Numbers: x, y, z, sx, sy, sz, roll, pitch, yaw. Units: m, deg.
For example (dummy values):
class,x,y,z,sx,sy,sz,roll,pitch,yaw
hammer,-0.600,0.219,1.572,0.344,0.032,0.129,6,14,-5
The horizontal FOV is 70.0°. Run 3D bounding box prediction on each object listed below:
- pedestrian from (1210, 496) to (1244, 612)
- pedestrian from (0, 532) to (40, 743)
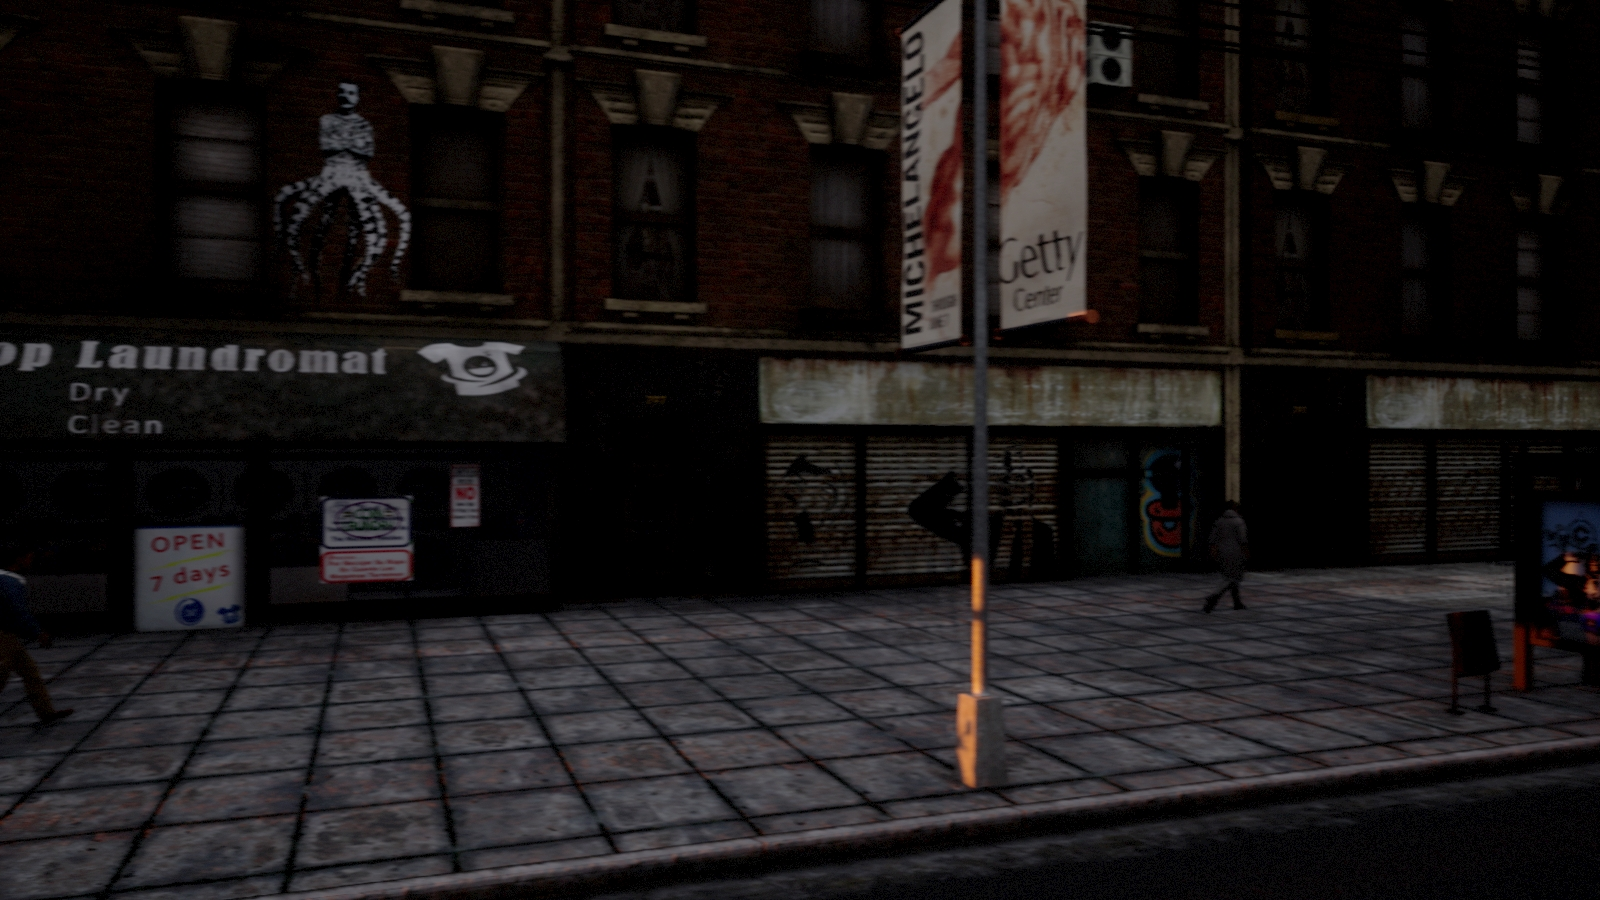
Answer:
class,x,y,z,sx,sy,sz,roll,pitch,yaw
pedestrian,7.005,1.696,18.753,0.375,1.860,0.375,0,0,-33
pedestrian,-7.207,1.696,10.457,0.375,1.860,0.375,0,0,-41
